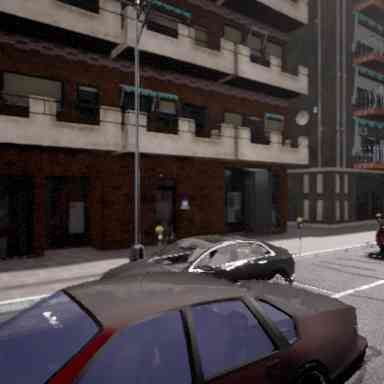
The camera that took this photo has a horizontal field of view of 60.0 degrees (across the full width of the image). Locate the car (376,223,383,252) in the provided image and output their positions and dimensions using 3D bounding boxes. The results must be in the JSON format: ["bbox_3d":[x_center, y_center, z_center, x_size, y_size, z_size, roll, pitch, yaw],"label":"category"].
[{"bbox_3d":[9.393,1.454,13.291,5.009,1.841,2.192,1,-1,-36],"label":"car"}]

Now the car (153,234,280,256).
[{"bbox_3d":[0.277,1.588,6.774,4.403,1.369,2.008,1,-1,-36],"label":"car"}]

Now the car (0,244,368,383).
[{"bbox_3d":[-0.522,1.559,3.009,5.357,1.411,2.033,1,0,-36],"label":"car"}]
